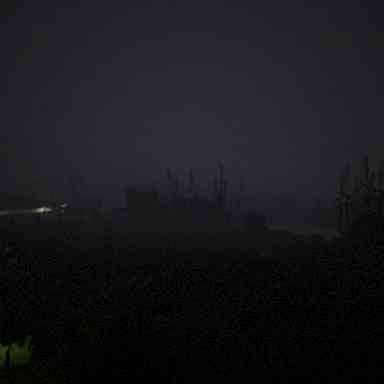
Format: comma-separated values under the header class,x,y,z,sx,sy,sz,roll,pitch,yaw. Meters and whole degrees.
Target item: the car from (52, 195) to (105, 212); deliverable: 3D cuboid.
class,x,y,z,sx,sy,sz,roll,pitch,yaw
car,-10.255,1.083,30.146,2.097,1.767,4.553,0,2,40
